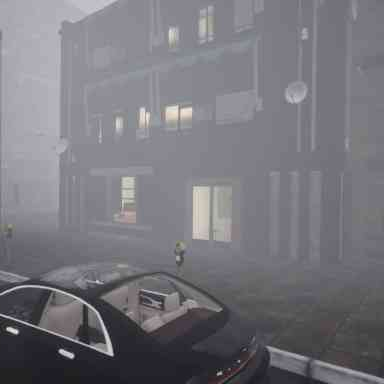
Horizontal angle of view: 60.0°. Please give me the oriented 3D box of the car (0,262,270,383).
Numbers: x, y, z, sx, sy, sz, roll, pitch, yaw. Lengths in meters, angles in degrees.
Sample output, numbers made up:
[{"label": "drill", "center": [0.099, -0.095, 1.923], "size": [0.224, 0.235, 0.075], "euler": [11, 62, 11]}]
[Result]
[{"label": "car", "center": [-1.300, 1.550, 3.939], "size": [4.403, 1.369, 2.008], "euler": [0, 1, 35]}]

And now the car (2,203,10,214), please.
[{"label": "car", "center": [-21.544, 1.621, 34.882], "size": [2.008, 1.369, 4.403], "euler": [1, 0, 36]}]
